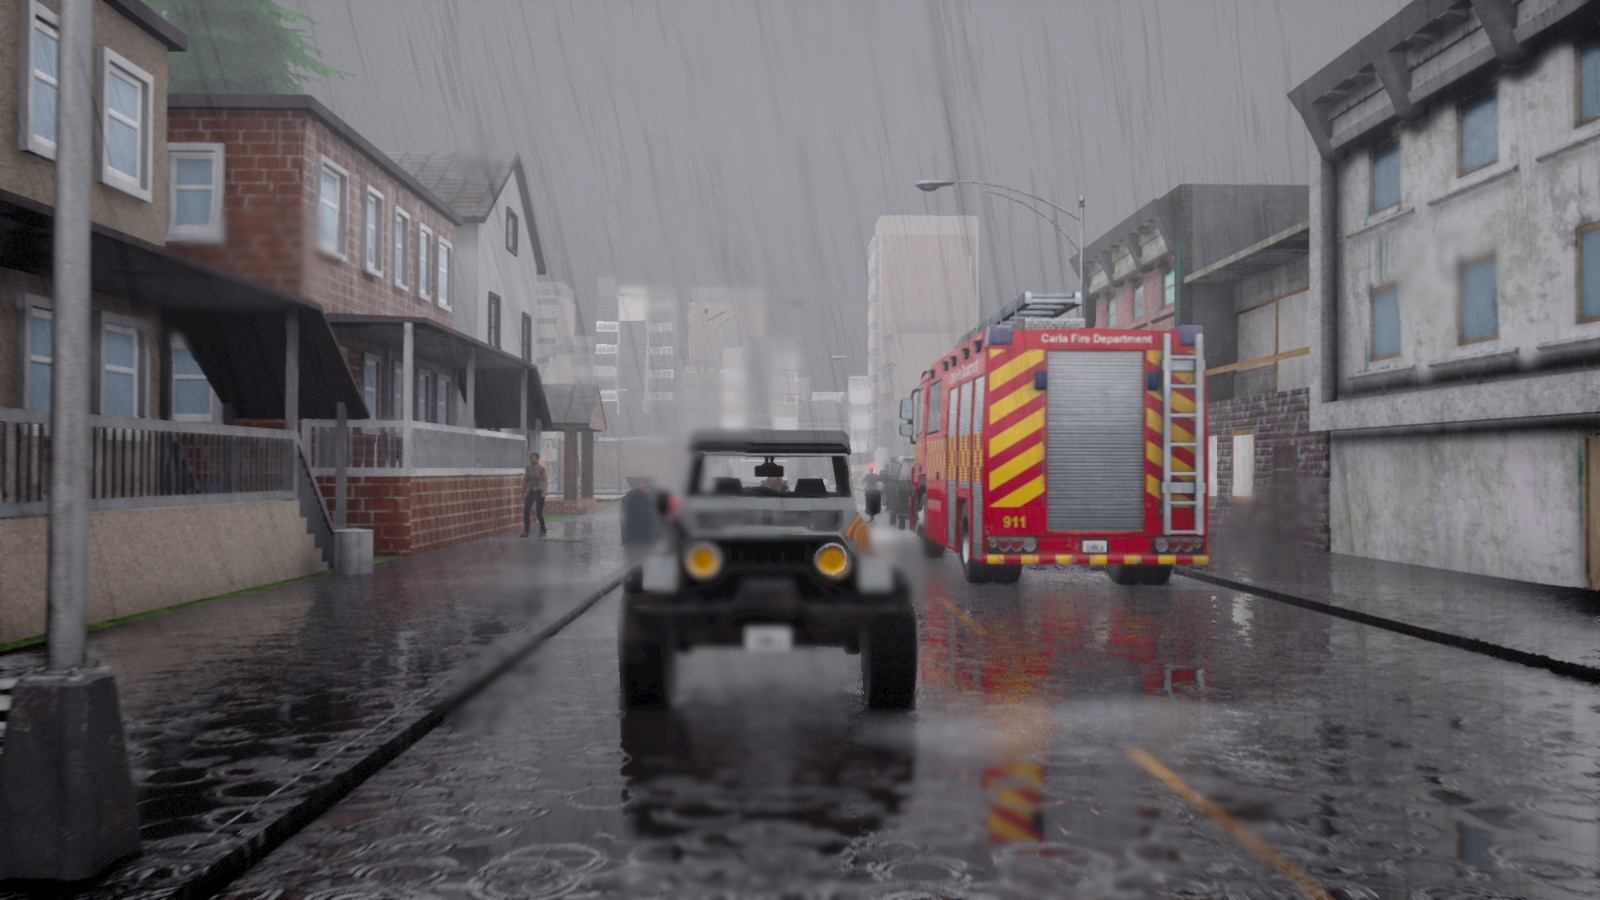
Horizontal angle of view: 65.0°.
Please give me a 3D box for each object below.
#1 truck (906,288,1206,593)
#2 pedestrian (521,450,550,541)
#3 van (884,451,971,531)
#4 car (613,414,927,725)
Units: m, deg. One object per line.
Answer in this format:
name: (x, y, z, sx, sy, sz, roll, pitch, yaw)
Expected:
truck: (3.582, -0.063, 20.035, 2.891, 3.827, 8.468, 0, -1, -1)
pedestrian: (-5.442, 0.935, 25.864, 0.331, 1.846, 0.634, 0, -1, 16)
van: (3.336, 1.060, 33.559, 1.775, 1.987, 4.442, 0, -1, -1)
car: (-0.223, 0.754, 9.575, 1.905, 1.878, 3.866, 0, -1, -1)
